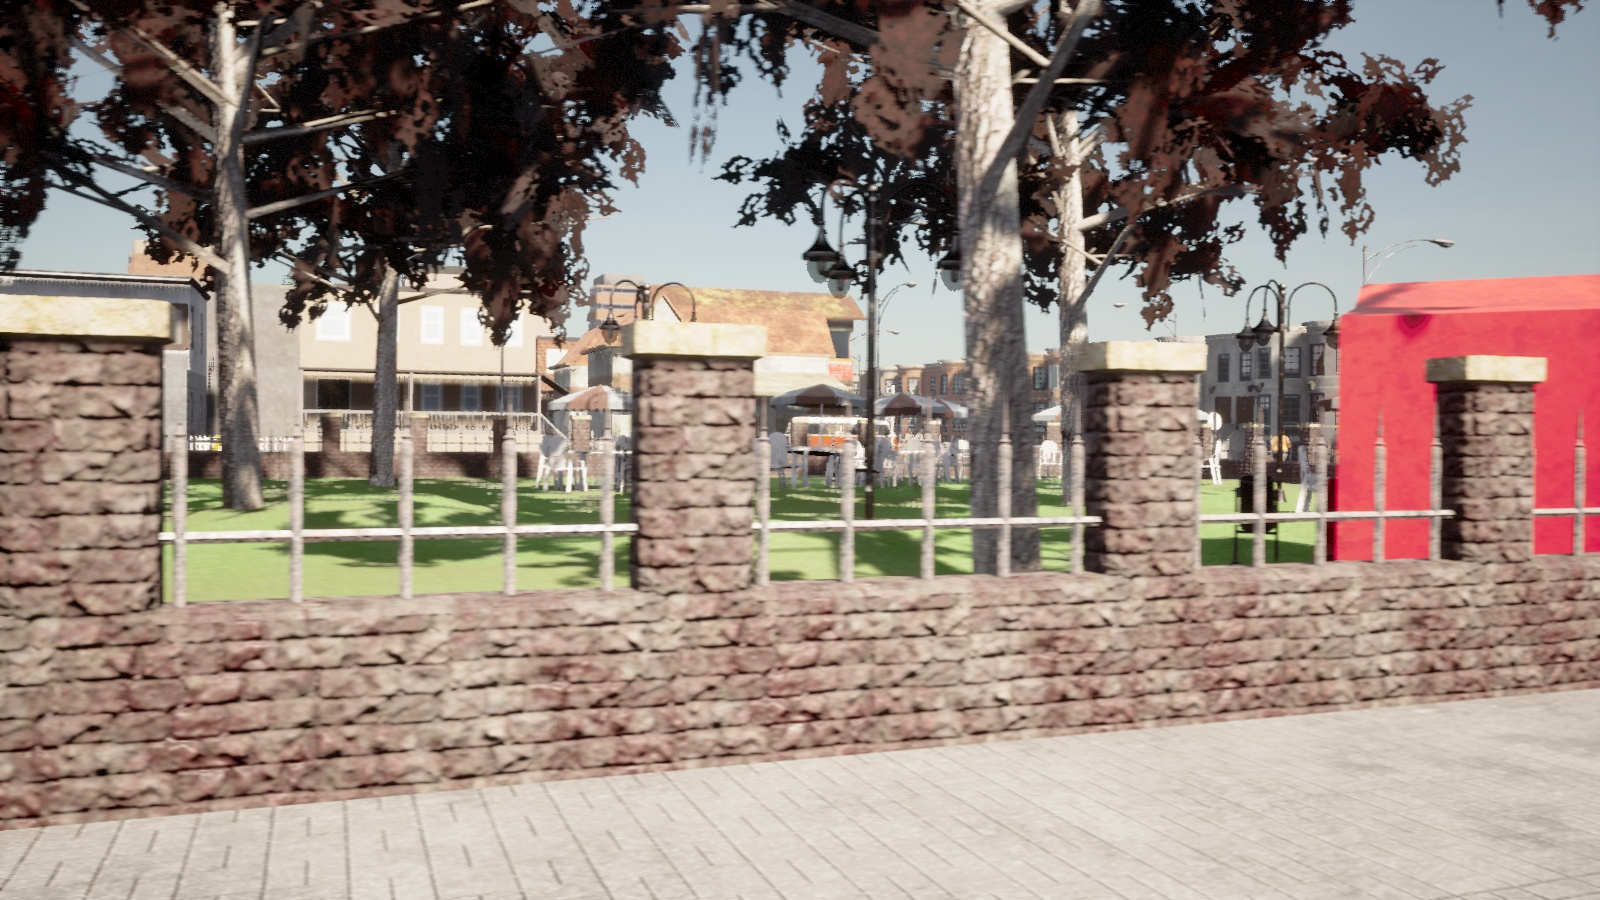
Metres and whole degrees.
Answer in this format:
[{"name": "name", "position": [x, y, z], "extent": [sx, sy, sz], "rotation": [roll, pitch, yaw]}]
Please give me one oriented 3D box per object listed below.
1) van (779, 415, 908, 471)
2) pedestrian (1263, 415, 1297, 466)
[{"name": "van", "position": [1.673, -0.286, 48.511], "extent": [4.480, 2.038, 2.069], "rotation": [-1, 1, -21]}, {"name": "pedestrian", "position": [17.730, -0.351, 46.350], "extent": [0.900, 1.855, 0.874], "rotation": [-2, 1, -45]}]
